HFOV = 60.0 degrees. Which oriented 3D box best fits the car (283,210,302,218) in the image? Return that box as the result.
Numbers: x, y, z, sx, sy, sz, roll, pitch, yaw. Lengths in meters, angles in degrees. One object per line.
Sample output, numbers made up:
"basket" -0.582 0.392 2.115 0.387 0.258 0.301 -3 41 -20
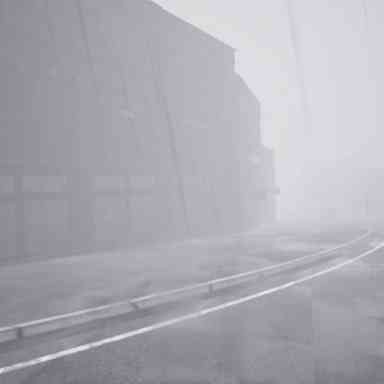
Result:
"car" 19.607 4.256 65.261 1.812 1.442 4.674 -2 -4 -13
